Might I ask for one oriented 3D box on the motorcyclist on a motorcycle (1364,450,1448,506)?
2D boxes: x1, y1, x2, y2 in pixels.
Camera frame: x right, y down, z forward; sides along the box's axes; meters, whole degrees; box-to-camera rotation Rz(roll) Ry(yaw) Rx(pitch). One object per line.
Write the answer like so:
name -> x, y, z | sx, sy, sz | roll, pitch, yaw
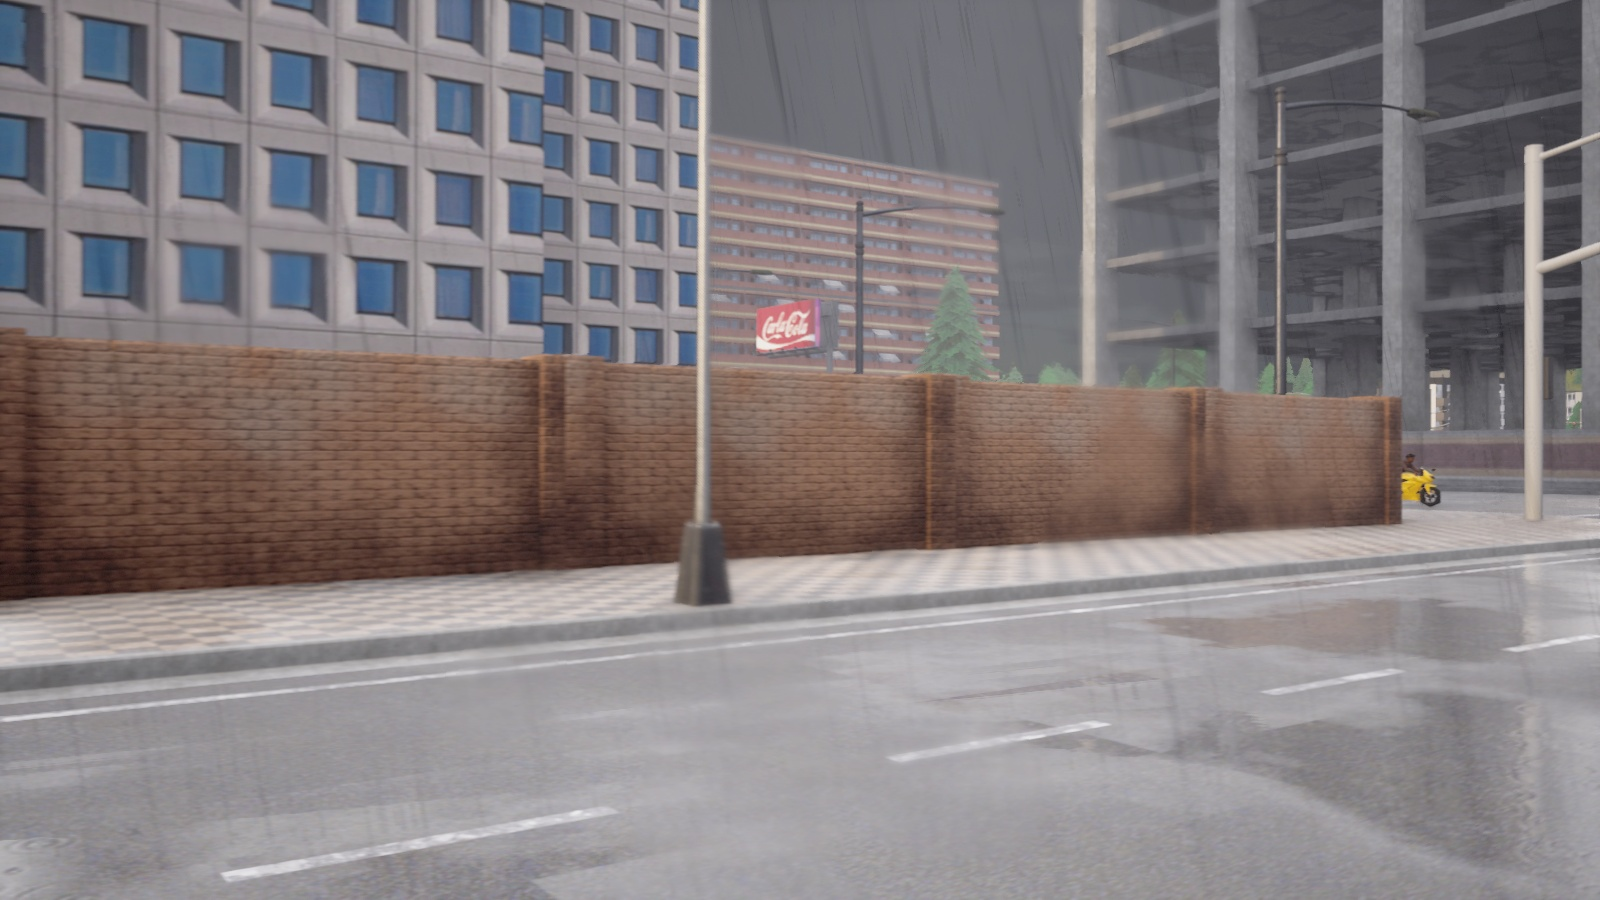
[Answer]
motorcyclist on a motorcycle -> 17.265, 0.778, 35.818 | 0.797, 1.523, 2.044 | 0, 0, -35
